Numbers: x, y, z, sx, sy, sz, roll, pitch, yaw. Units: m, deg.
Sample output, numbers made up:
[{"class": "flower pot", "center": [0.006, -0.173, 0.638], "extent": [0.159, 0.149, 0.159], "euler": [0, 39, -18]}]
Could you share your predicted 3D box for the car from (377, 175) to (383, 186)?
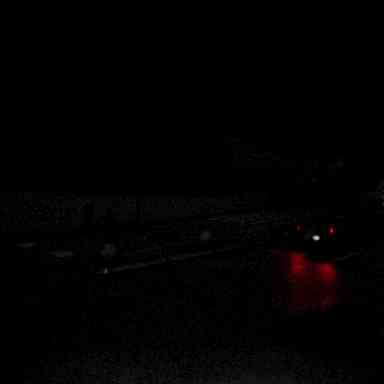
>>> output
[{"class": "car", "center": [36.302, -2.335, 62.436], "extent": [5.008, 1.535, 2.097], "euler": [-2, 2, 21]}]

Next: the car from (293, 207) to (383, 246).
[{"class": "car", "center": [6.213, 1.245, 13.530], "extent": [4.718, 1.301, 1.895], "euler": [-5, 3, -40]}]

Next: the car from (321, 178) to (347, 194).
[{"class": "car", "center": [16.098, -0.509, 40.951], "extent": [4.792, 1.488, 2.163], "euler": [-2, 3, 26]}]

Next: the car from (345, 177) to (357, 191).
[{"class": "car", "center": [18.237, -0.724, 42.996], "extent": [4.892, 1.521, 2.231], "euler": [-2, 3, 26]}]

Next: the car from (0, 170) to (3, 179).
[{"class": "car", "center": [-42.456, -3.140, 67.842], "extent": [2.435, 2.045, 5.566], "euler": [6, 5, 44]}]

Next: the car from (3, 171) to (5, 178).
[{"class": "car", "center": [-46.537, -3.624, 75.757], "extent": [1.946, 1.575, 5.366], "euler": [7, 5, 44]}]

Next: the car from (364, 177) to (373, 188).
[{"class": "car", "center": [22.389, -1.092, 47.184], "extent": [5.008, 1.535, 2.097], "euler": [-2, 3, 25]}]

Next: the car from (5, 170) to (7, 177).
[{"class": "car", "center": [-47.680, -4.110, 78.581], "extent": [2.435, 2.045, 5.566], "euler": [6, 5, 44]}]

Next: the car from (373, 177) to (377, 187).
[{"class": "car", "center": [24.397, -1.398, 49.319], "extent": [4.553, 1.767, 2.185], "euler": [-2, 2, 24]}]

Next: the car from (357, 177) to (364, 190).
[{"class": "car", "center": [20.321, -0.869, 45.091], "extent": [4.674, 1.452, 2.002], "euler": [-2, 2, 25]}]
